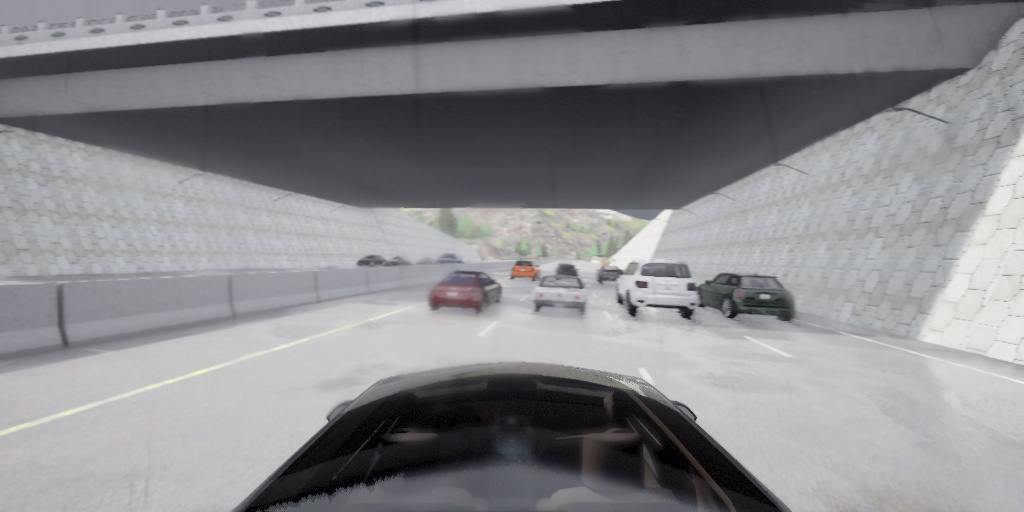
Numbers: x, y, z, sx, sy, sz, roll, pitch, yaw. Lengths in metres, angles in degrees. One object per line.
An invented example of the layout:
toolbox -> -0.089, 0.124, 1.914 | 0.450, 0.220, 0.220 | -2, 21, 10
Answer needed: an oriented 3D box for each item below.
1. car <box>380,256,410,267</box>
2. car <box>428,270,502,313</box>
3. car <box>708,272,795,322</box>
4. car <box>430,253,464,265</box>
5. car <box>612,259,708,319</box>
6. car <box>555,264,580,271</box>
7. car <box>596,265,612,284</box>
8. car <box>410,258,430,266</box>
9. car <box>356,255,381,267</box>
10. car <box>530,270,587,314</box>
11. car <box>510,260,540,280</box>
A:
car -> -14.308, 0.737, 45.439 | 1.812, 1.442, 4.674 | 2, 0, 10
car -> -1.639, 1.251, 13.885 | 1.994, 1.385, 4.181 | 2, 0, 10
car -> 9.115, 1.441, 14.490 | 2.097, 1.767, 4.553 | 2, 0, 10
car -> -7.527, 0.686, 43.550 | 2.150, 2.045, 5.566 | 2, 0, 10
car -> 5.560, 1.175, 14.409 | 2.150, 2.045, 5.566 | 2, 0, 10
car -> 4.773, 1.429, 31.160 | 1.837, 1.490, 4.892 | 2, 0, 10
car -> 8.178, 1.543, 30.317 | 2.128, 1.511, 4.902 | 2, 0, 10
car -> -10.753, 0.908, 45.510 | 1.994, 1.385, 4.181 | 2, 0, 10
car -> -17.803, 0.584, 45.713 | 1.837, 1.490, 4.892 | 2, 1, 10
car -> 2.007, 1.424, 14.452 | 1.895, 1.301, 4.718 | 2, 0, 10
car -> 1.237, 1.144, 31.198 | 2.097, 1.767, 4.553 | 2, 0, 10
